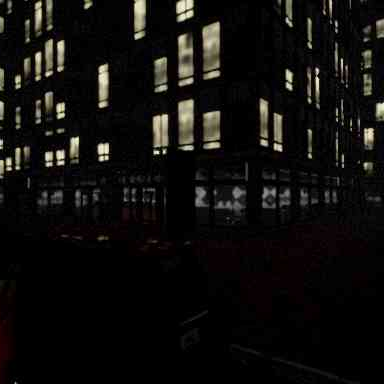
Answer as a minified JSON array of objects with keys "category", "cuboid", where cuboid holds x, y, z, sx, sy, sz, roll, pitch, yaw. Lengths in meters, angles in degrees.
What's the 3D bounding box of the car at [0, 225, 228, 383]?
[{"category":"car","cuboid":[-1.921,1.376,4.332,5.009,1.841,2.192,-1,-1,37]}]
